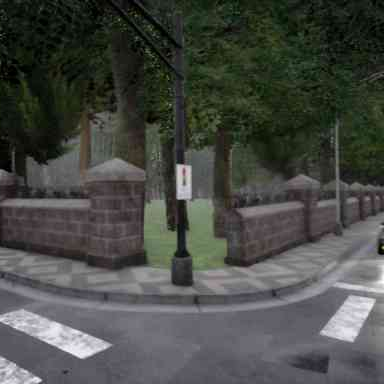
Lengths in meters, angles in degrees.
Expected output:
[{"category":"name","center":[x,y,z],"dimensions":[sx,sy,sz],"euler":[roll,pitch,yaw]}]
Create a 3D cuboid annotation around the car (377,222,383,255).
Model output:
[{"category":"car","center":[8.302,1.588,12.578],"dimensions":[1.994,1.385,4.181],"euler":[-1,0,36]}]
